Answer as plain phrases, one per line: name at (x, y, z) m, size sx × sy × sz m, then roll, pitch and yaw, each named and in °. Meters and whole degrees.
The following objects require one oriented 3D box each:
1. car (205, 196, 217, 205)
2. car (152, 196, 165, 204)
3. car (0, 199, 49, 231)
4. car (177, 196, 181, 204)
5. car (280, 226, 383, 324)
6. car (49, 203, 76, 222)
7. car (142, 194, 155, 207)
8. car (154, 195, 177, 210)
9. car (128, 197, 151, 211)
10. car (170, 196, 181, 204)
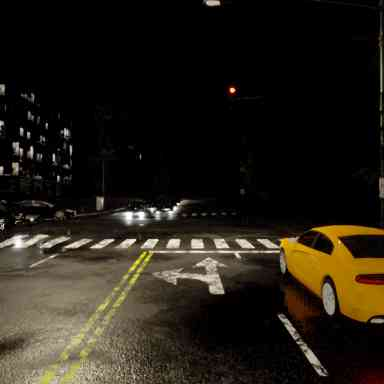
car at (3.349, 1.503, 58.977) m, size 1.882 × 1.535 × 5.008 m, roll -1°, pitch 0°, yaw 0°
car at (-6.532, 1.520, 64.938) m, size 1.882 × 1.535 × 5.008 m, roll 0°, pitch 0°, yaw 0°
car at (-10.608, 1.152, 18.179) m, size 4.892 × 1.490 × 1.837 m, roll 1°, pitch 0°, yaw 20°
car at (-3.337, 1.525, 51.844) m, size 2.128 × 1.511 × 4.902 m, roll 0°, pitch 0°, yaw 0°
car at (3.362, 1.475, 7.351) m, size 1.882 × 1.535 × 5.008 m, roll -1°, pitch 0°, yaw 0°
car at (-10.981, 1.318, 23.935) m, size 4.902 × 1.511 × 2.128 m, roll 1°, pitch -2°, yaw -14°
car at (-6.594, 1.255, 50.882) m, size 2.150 × 2.045 × 5.566 m, roll 0°, pitch 0°, yaw 0°
car at (-3.345, 1.506, 42.519) m, size 1.882 × 1.535 × 5.008 m, roll 0°, pitch 0°, yaw 0°
car at (-6.594, 1.628, 41.118) m, size 1.895 × 1.301 × 4.718 m, roll 0°, pitch 0°, yaw 0°
car at (-3.258, 1.592, 67.839) m, size 2.033 × 1.411 × 5.357 m, roll 0°, pitch 0°, yaw 0°
